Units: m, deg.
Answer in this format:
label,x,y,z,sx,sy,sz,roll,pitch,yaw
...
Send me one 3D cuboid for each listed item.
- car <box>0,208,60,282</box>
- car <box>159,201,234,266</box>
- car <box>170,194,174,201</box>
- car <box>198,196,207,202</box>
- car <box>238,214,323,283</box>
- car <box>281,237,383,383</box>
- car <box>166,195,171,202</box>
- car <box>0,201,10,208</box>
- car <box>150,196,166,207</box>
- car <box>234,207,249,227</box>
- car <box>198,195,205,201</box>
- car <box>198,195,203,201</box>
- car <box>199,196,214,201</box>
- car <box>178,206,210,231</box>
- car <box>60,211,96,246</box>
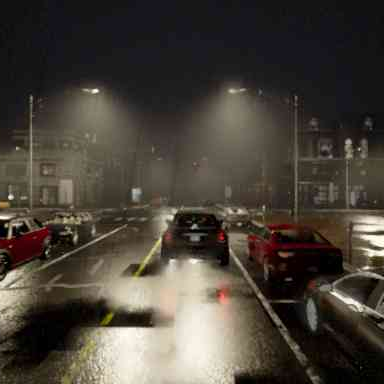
label,x,y,z,sx,sy,sz,roll,pitch,yaw
car,-5.694,1.461,9.607,1.967,1.590,4.097,0,0,0
car,0.089,1.378,11.849,2.097,1.767,4.553,0,0,0
car,-5.754,1.608,75.465,1.967,1.590,4.097,0,0,0
car,2.621,1.732,80.981,2.008,1.369,4.403,0,0,0
car,2.686,1.566,9.598,1.887,1.381,4.507,0,0,0
car,2.691,1.560,3.906,2.008,1.369,4.403,0,0,0
car,-5.744,1.692,64.421,2.008,1.369,4.403,0,0,0
car,-25.488,1.533,41.749,4.829,1.417,1.752,0,-1,1
car,-5.734,1.699,53.377,1.802,1.307,4.206,0,0,0
car,2.676,1.597,20.982,2.008,1.369,4.403,0,0,0
car,2.612,1.648,92.025,1.967,1.590,4.097,0,0,0
car,2.636,1.724,64.414,1.802,1.307,4.206,0,0,0
car,2.646,1.683,53.372,1.947,1.339,4.313,0,0,0
car,0.071,1.649,22.070,1.895,1.301,4.718,0,0,0
car,-5.700,1.584,15.299,2.008,1.369,4.403,0,0,0
